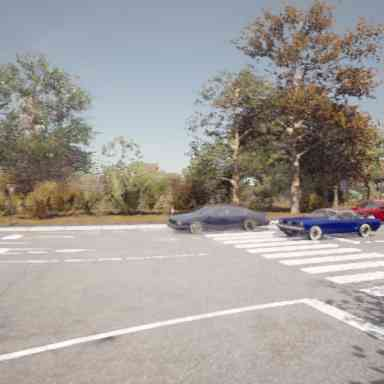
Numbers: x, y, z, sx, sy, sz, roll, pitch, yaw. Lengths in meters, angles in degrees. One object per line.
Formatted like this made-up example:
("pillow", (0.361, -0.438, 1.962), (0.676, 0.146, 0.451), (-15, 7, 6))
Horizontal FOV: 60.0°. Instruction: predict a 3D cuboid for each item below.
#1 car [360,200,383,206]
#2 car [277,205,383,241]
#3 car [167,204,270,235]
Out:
("car", (12.003, 1.258, 21.564), (5.008, 1.535, 1.882), (0, 1, -21))
("car", (6.416, 1.456, 15.654), (4.718, 1.301, 1.895), (0, 1, -21))
("car", (1.446, 1.366, 17.504), (5.357, 1.411, 2.033), (0, 1, -21))
